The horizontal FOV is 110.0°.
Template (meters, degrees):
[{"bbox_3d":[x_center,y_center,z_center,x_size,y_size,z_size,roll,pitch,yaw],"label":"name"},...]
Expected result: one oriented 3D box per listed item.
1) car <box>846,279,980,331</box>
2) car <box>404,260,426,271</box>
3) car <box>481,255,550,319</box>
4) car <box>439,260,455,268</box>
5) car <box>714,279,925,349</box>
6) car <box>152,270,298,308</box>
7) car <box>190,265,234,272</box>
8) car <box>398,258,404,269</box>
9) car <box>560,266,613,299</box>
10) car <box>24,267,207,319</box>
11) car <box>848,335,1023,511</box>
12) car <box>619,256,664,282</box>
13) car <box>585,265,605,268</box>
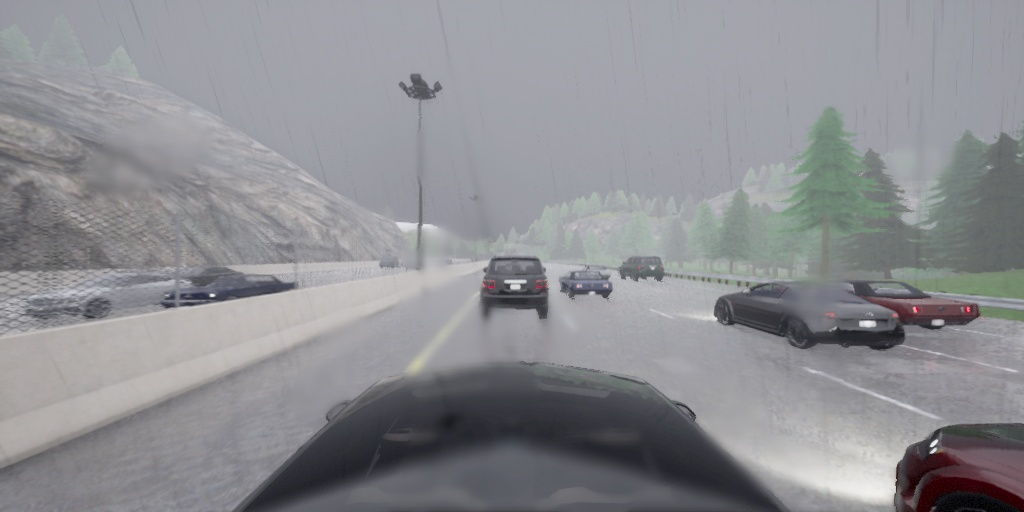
[{"bbox_3d":[10.602,1.374,11.146,1.895,1.301,4.718,0,0,0],"label":"car"},{"bbox_3d":[-14.062,1.405,53.155,1.812,1.442,4.674,0,0,0],"label":"car"},{"bbox_3d":[0.102,1.000,13.115,2.150,2.045,5.566,0,0,0],"label":"car"},{"bbox_3d":[-10.540,1.383,58.518,2.128,1.511,4.902,0,0,1],"label":"car"},{"bbox_3d":[7.101,1.332,9.171,1.994,1.385,4.181,0,0,0],"label":"car"},{"bbox_3d":[-10.599,1.382,13.952,1.895,1.301,4.718,0,0,0],"label":"car"},{"bbox_3d":[-17.595,1.275,20.305,1.882,1.535,5.008,0,0,0],"label":"car"},{"bbox_3d":[-17.515,1.449,62.090,2.033,1.411,5.357,0,0,1],"label":"car"},{"bbox_3d":[3.603,1.392,18.335,1.895,1.301,4.718,0,0,0],"label":"car"},{"bbox_3d":[-14.098,1.304,13.033,1.812,1.442,4.674,0,0,0],"label":"car"},{"bbox_3d":[3.601,1.311,0.665,1.994,1.385,4.181,0,0,0],"label":"car"},{"bbox_3d":[10.603,1.041,29.683,2.150,2.045,5.566,0,0,0],"label":"car"},{"bbox_3d":[7.106,1.425,31.276,1.895,1.301,4.718,0,0,0],"label":"car"}]
